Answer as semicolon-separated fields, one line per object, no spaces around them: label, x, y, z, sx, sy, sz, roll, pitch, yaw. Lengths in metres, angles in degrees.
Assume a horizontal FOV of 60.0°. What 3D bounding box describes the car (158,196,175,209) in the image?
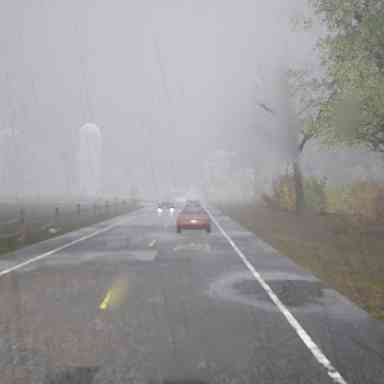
car;-3.502;1.342;46.119;2.097;1.767;4.553;0;0;0

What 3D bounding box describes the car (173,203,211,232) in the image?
car;0.102;1.560;20.083;1.994;1.385;4.181;0;0;0

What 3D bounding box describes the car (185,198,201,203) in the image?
car;0.110;1.484;41.841;2.128;1.511;4.902;0;0;0
